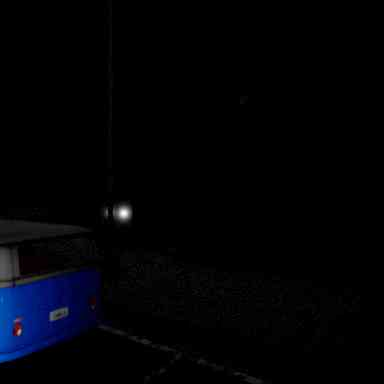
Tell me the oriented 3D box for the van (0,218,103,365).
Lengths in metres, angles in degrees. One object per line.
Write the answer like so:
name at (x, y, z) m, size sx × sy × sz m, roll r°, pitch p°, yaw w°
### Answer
van at (-3.224, 1.341, 5.377) m, size 3.998 × 1.788 × 1.690 m, roll 0°, pitch 0°, yaw 36°
